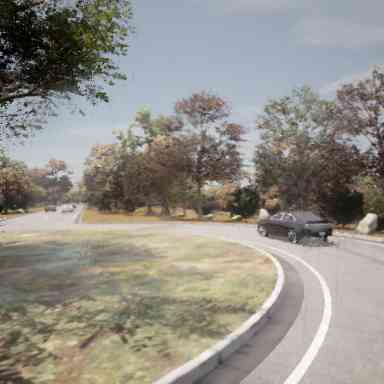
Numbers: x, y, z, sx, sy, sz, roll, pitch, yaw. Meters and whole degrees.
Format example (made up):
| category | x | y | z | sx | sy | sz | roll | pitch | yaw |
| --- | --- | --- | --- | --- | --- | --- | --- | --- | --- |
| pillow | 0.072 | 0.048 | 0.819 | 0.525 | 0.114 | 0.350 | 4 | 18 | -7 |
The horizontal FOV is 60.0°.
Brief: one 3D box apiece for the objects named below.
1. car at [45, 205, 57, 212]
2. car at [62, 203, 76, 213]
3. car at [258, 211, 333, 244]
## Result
| category | x | y | z | sx | sy | sz | roll | pitch | yaw |
| --- | --- | --- | --- | --- | --- | --- | --- | --- | --- |
| car | -28.148 | 3.332 | 66.481 | 1.994 | 1.385 | 4.181 | -1 | -1 | -17 |
| car | -23.003 | 3.142 | 61.743 | 1.812 | 1.442 | 4.674 | -1 | -1 | -17 |
| car | 5.293 | 1.780 | 17.723 | 2.128 | 1.511 | 4.902 | 0 | -1 | -18 |
